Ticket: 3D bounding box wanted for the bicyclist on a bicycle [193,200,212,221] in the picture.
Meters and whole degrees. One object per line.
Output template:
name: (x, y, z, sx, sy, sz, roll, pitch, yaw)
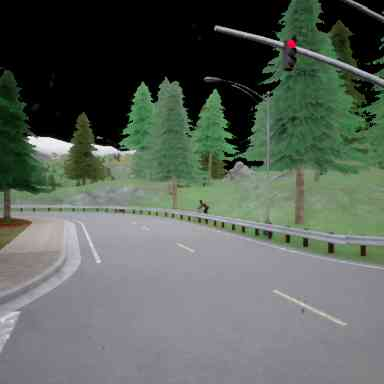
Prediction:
bicyclist on a bicycle: (0.826, 1.432, 25.534, 1.656, 1.620, 0.582, -1, 2, -20)
